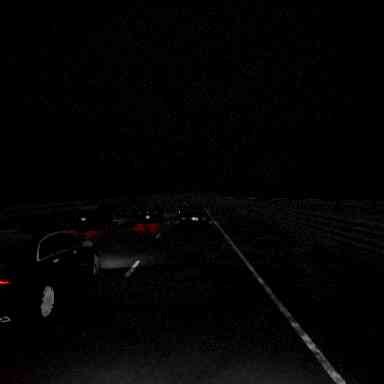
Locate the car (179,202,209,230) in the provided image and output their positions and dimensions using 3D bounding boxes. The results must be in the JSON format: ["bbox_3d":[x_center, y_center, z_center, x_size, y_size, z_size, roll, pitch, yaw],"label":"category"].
[{"bbox_3d":[0.106,1.576,21.413,2.033,1.411,5.357,0,0,0],"label":"car"}]

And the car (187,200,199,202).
[{"bbox_3d":[0.109,1.622,40.040,2.033,1.411,5.357,0,0,0],"label":"car"}]

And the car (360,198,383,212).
[{"bbox_3d":[24.483,1.604,43.772,2.097,1.767,4.553,0,0,-21],"label":"car"}]

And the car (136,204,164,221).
[{"bbox_3d":[-3.395,1.643,27.844,1.895,1.301,4.718,0,0,0],"label":"car"}]

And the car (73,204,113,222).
[{"bbox_3d":[-6.888,1.533,23.411,1.812,1.442,4.674,0,0,0],"label":"car"}]

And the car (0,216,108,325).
[{"bbox_3d":[-3.400,1.511,7.134,1.837,1.490,4.892,0,0,0],"label":"car"}]
